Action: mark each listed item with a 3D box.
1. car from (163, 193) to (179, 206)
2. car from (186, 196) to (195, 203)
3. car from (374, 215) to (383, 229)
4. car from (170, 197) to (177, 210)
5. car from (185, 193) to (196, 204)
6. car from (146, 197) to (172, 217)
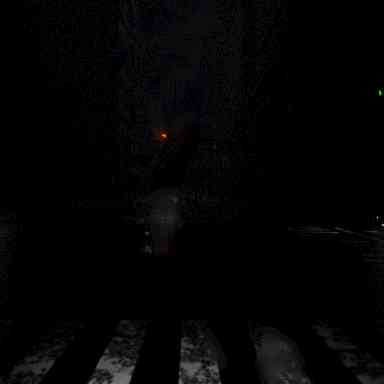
[{"bbox_3d":[-3.286,1.211,52.200,2.150,2.045,5.566,0,0,0],"label":"car"},{"bbox_3d":[-0.242,1.584,73.075,1.895,1.301,4.718,0,0,0],"label":"car"},{"bbox_3d":[13.487,1.653,19.654,4.718,1.301,1.895,0,1,0],"label":"car"},{"bbox_3d":[-3.261,1.592,41.610,1.895,1.301,4.718,0,0,0],"label":"car"},{"bbox_3d":[-0.121,1.480,62.628,2.128,1.511,4.902,0,0,0],"label":"car"},{"bbox_3d":[-3.221,1.519,31.650,1.812,1.442,4.674,0,0,-1],"label":"car"}]
